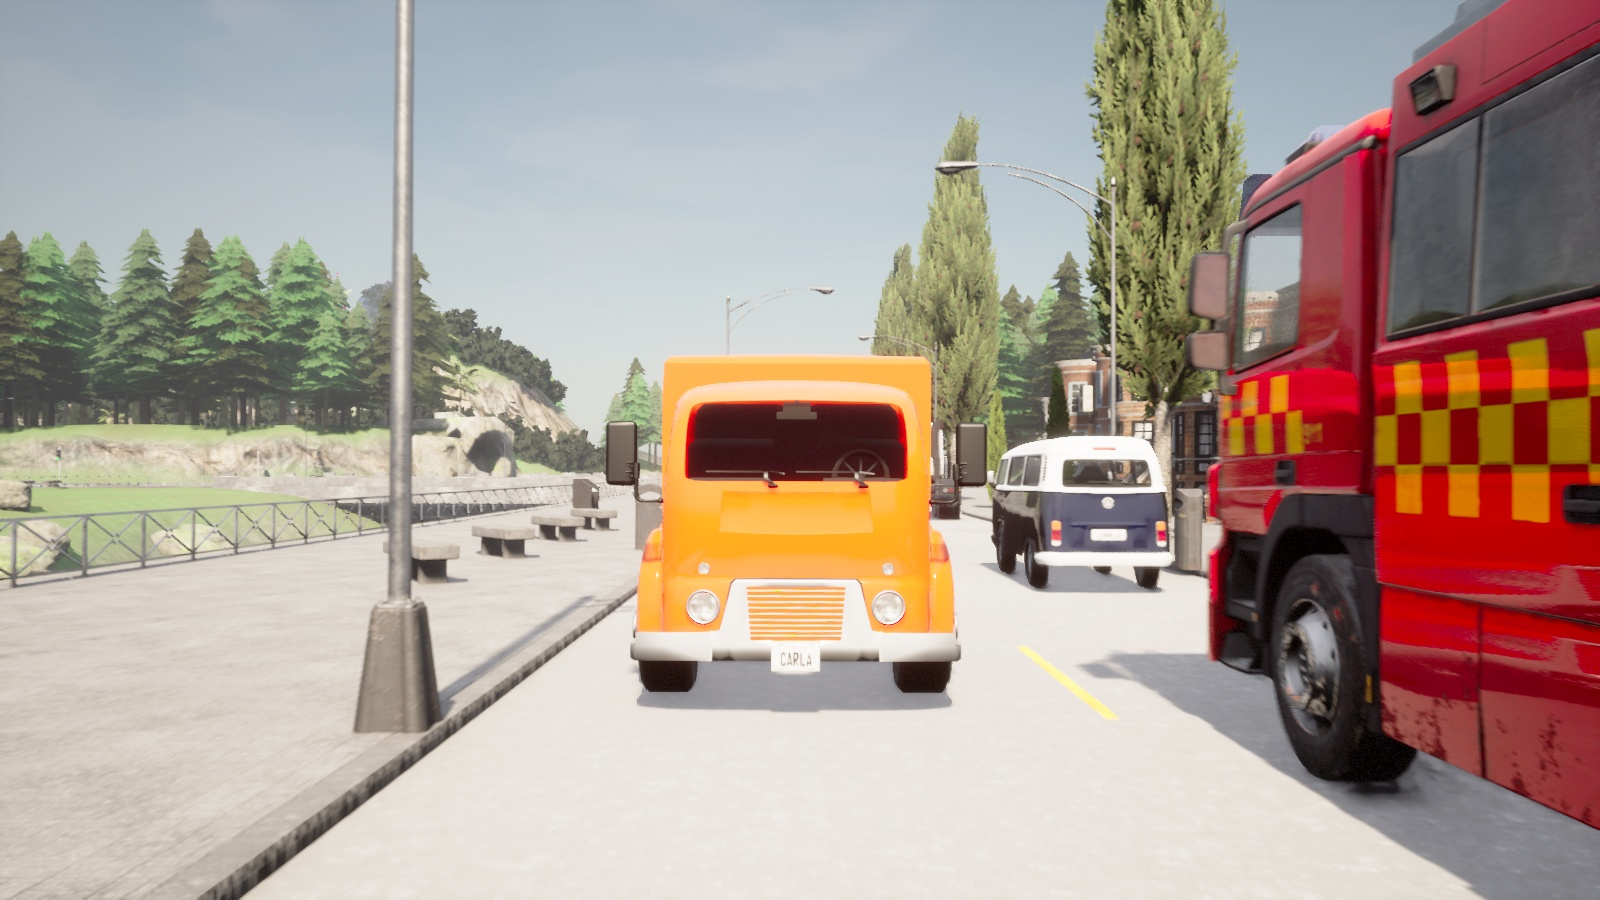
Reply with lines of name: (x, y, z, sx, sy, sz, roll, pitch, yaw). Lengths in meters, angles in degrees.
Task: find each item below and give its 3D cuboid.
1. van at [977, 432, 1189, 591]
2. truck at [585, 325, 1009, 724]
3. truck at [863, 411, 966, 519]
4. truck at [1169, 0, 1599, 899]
van: (3.950, 0.830, 18.377, 2.069, 2.038, 4.480, 0, -1, 0)
truck: (-0.030, 0.502, 10.403, 2.627, 2.467, 5.204, 0, -1, 0)
truck: (3.881, 0.559, 44.338, 2.891, 3.462, 7.936, 0, -1, 0)
truck: (3.983, -0.294, 4.301, 2.891, 3.827, 8.468, 0, -1, 0)
